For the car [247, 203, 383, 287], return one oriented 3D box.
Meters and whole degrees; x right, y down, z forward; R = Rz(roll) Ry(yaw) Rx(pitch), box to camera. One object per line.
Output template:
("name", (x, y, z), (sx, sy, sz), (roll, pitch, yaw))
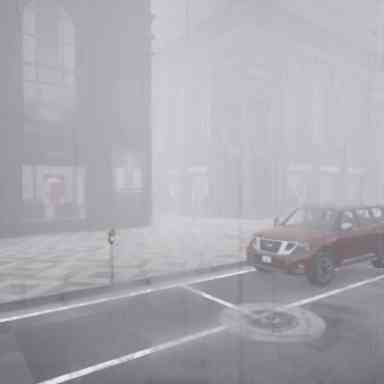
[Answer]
("car", (3.827, 1.265, 9.380), (5.009, 1.841, 2.192), (0, 0, -35))
